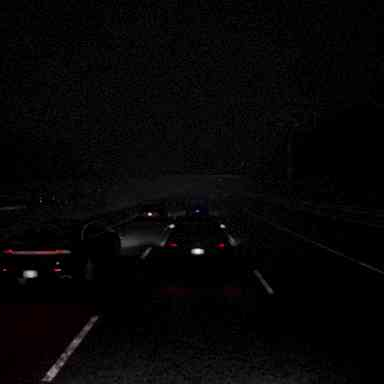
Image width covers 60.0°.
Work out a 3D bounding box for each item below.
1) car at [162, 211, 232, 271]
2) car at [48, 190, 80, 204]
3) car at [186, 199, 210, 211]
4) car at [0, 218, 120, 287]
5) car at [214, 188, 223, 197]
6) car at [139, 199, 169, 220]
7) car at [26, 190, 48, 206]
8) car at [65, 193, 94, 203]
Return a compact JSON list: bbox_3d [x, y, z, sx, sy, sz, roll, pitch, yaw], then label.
[{"bbox_3d":[0.176,1.553,10.907,1.994,1.385,4.181,0,0,1],"label":"car"},{"bbox_3d":[-16.683,0.761,44.642,2.150,2.045,5.566,0,1,2],"label":"car"},{"bbox_3d":[0.490,1.309,28.540,1.882,1.535,5.008,0,1,1],"label":"car"},{"bbox_3d":[-3.340,1.484,9.336,2.128,1.511,4.902,0,0,0],"label":"car"},{"bbox_3d":[5.742,0.427,71.187,1.895,1.301,4.718,0,2,4],"label":"car"},{"bbox_3d":[-3.050,1.357,26.958,1.837,1.490,4.892,0,1,1],"label":"car"},{"bbox_3d":[-20.160,0.750,45.175,2.150,2.045,5.566,0,1,3],"label":"car"},{"bbox_3d":[-13.333,1.186,40.684,1.994,1.385,4.181,0,1,2],"label":"car"}]
